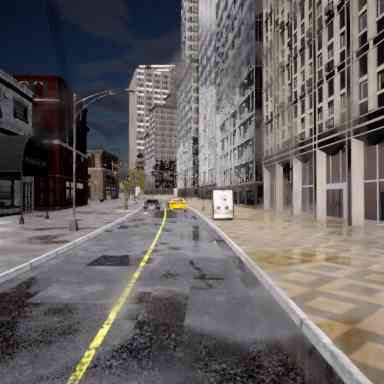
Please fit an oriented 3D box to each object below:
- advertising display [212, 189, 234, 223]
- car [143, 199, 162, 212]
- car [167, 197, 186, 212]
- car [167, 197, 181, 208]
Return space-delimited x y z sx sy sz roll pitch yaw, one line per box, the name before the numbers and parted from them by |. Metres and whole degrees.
advertising display | 2.270 1.026 24.410 1.540 2.440 0.280 -1 -1 -3
car | -4.591 1.512 38.641 1.812 1.442 4.674 0 0 -5
car | -1.736 1.467 39.444 1.882 1.535 5.008 0 0 -5
car | -2.705 1.508 49.566 1.812 1.442 4.674 0 0 -6
